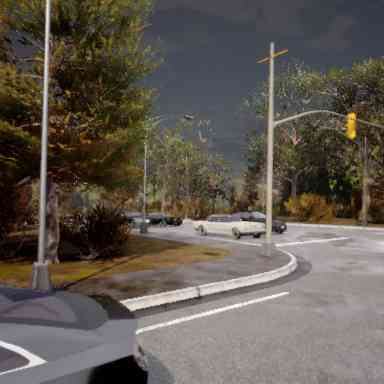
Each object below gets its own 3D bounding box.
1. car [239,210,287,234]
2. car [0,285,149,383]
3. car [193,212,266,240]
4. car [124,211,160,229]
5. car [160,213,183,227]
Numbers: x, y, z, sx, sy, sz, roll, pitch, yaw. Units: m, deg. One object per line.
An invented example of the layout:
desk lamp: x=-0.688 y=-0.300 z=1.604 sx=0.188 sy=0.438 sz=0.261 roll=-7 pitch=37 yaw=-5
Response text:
car: x=4.192 y=2.033 z=22.966 sx=1.882 sy=1.535 sz=5.008 roll=2 pitch=-3 yaw=-37
car: x=-2.623 y=1.489 z=2.002 sx=4.902 sy=1.511 sz=2.128 roll=0 pitch=0 yaw=-35
car: x=2.147 y=2.022 z=19.884 sx=1.895 sy=1.301 sz=4.718 roll=2 pitch=-3 yaw=-37
car: x=-5.298 y=2.442 z=29.226 sx=2.128 sy=1.511 sz=4.902 roll=2 pitch=-5 yaw=-41
car: x=-2.928 y=2.672 z=31.852 sx=1.895 sy=1.301 sz=4.718 roll=2 pitch=-5 yaw=-40
